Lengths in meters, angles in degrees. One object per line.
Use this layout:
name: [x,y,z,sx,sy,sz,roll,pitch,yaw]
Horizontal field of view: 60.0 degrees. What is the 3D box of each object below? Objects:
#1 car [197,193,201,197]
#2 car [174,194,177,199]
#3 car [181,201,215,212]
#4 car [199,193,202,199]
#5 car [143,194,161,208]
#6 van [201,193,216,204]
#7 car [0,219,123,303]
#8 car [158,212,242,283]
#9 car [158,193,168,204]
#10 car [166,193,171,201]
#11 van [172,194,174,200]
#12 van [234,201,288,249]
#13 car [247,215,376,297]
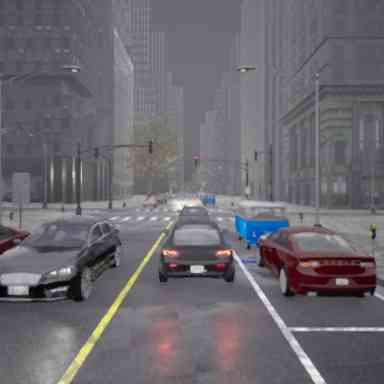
car: [2.777,1.367,73.547,2.008,1.369,4.403,0,0,0]
car: [-5.746,1.356,88.811,1.947,1.339,4.313,0,0,0]
car: [0.104,1.491,19.034,2.033,1.411,5.357,0,0,0]
car: [2.775,1.382,62.720,1.887,1.381,4.507,0,0,0]
car: [-5.758,1.399,46.327,1.752,1.417,4.829,0,0,0]
van: [2.775,1.202,51.894,1.690,1.788,3.998,0,0,0]
car: [-3.043,1.466,8.319,2.128,1.511,4.902,0,0,0]
car: [0.110,1.497,9.439,1.812,1.442,4.674,0,0,0]
car: [-5.750,1.394,57.078,1.887,1.381,4.507,0,0,0]
car: [-5.749,1.153,62.366,2.192,1.841,5.009,0,0,0]
van: [-5.747,1.149,78.233,1.690,1.788,3.998,0,0,0]
van: [2.783,1.299,13.909,1.690,1.788,3.998,0,0,0]
car: [2.780,1.519,8.385,1.887,1.381,4.507,0,0,0]
